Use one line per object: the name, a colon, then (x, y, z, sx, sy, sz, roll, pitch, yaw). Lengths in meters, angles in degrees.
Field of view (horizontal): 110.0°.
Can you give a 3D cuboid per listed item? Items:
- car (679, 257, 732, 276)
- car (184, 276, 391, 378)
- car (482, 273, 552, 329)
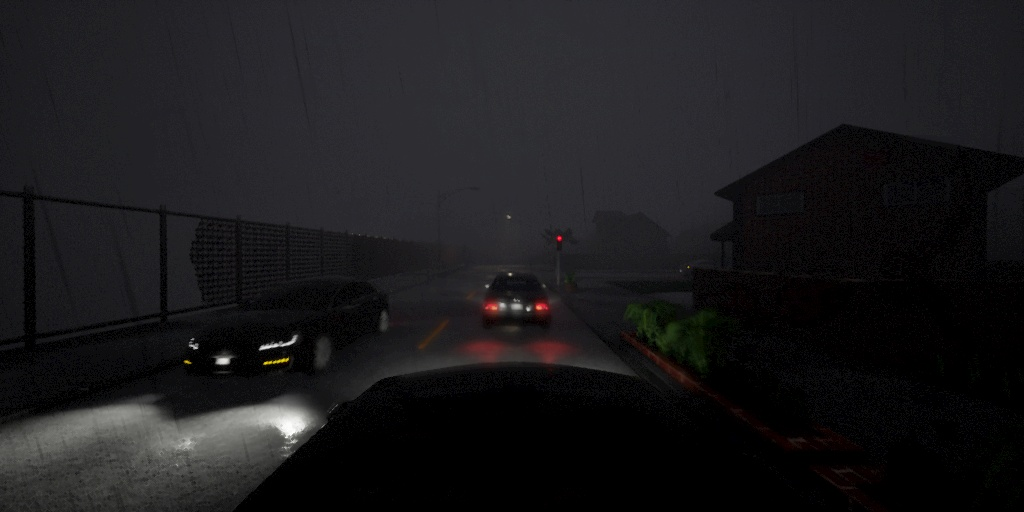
car: (17.263, 1.086, 31.736, 4.674, 1.442, 1.812, 0, 0, 1)
car: (-4.070, 1.219, 7.494, 1.837, 1.490, 4.892, 0, 0, 0)
car: (0.123, 1.239, 10.977, 2.033, 1.411, 5.357, 0, 0, 0)
